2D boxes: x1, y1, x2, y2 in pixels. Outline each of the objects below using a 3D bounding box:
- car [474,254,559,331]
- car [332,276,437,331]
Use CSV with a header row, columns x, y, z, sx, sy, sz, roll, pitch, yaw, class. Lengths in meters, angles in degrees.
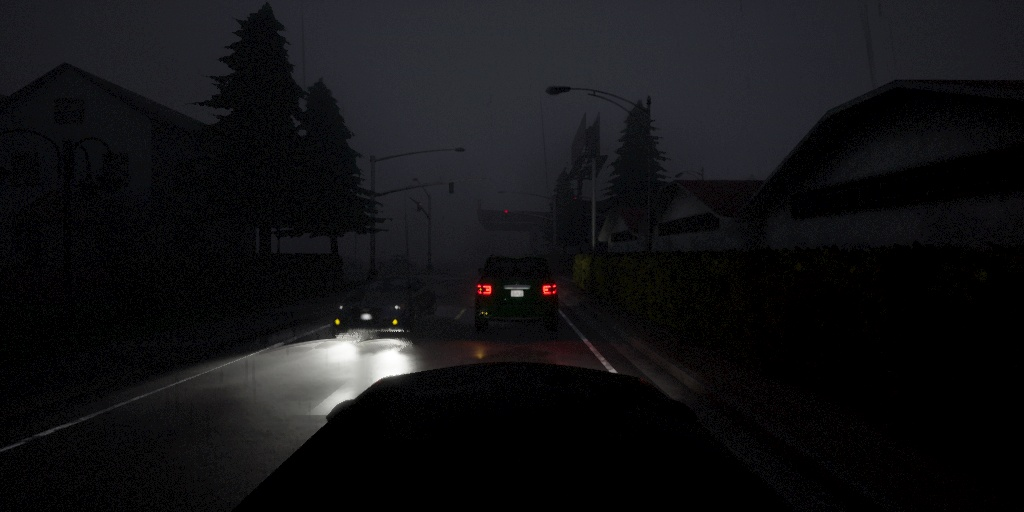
x,y,z,sx,sy,sz,roll,pitch,yaw,class
0.103,0.971,11.090,2.150,2.045,5.566,0,0,0,car
-3.589,1.314,10.817,1.994,1.385,4.181,0,0,0,car
